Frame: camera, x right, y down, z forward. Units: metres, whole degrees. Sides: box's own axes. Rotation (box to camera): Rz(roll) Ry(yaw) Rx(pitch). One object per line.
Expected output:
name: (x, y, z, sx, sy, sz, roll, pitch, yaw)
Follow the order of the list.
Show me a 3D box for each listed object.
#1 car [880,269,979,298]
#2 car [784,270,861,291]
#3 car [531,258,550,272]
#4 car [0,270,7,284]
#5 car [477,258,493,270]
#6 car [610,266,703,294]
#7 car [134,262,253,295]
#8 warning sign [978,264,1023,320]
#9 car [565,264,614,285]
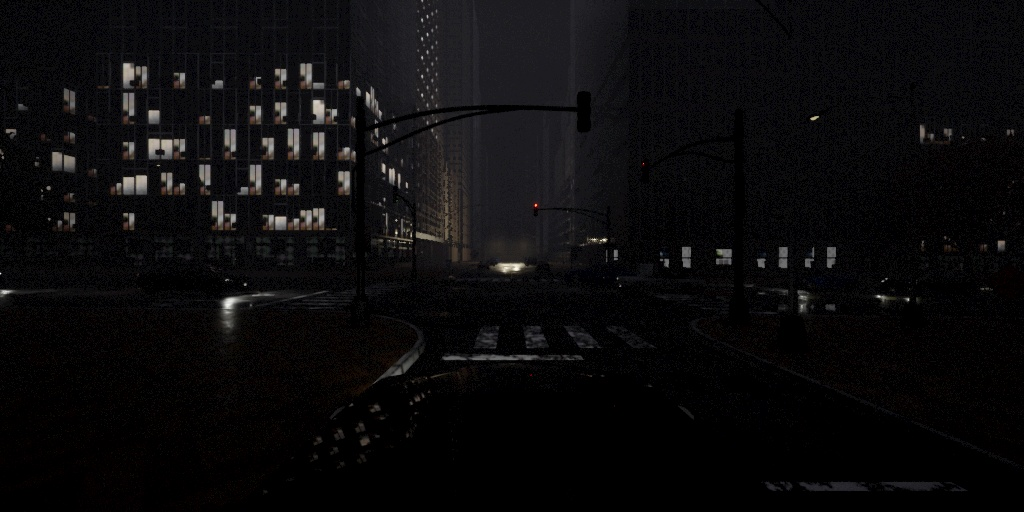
car: (25.820, 1.592, 22.300, 4.553, 1.767, 2.097, 1, 0, -3)
car: (21.926, 1.694, 25.373, 4.674, 1.442, 1.812, 1, 0, -3)
car: (3.905, 1.329, 46.238, 1.948, 1.339, 4.313, 0, 0, 0)
car: (-26.495, 0.780, 16.402, 4.902, 1.511, 2.128, 1, 0, -3)
car: (-4.051, 1.342, 51.726, 1.802, 1.307, 4.207, 0, 0, 0)
car: (8.682, 1.520, 21.496, 4.718, 1.301, 1.895, 2, 0, -3)
car: (-14.958, 1.026, 16.940, 4.674, 1.442, 1.812, 1, 0, -1)
warning sign: (17.269, 1.204, 12.442, 1.060, 1.860, 1.300, 0, 0, -3)
car: (6.347, 1.326, 25.821, 5.008, 1.535, 1.882, 3, 1, 14)
